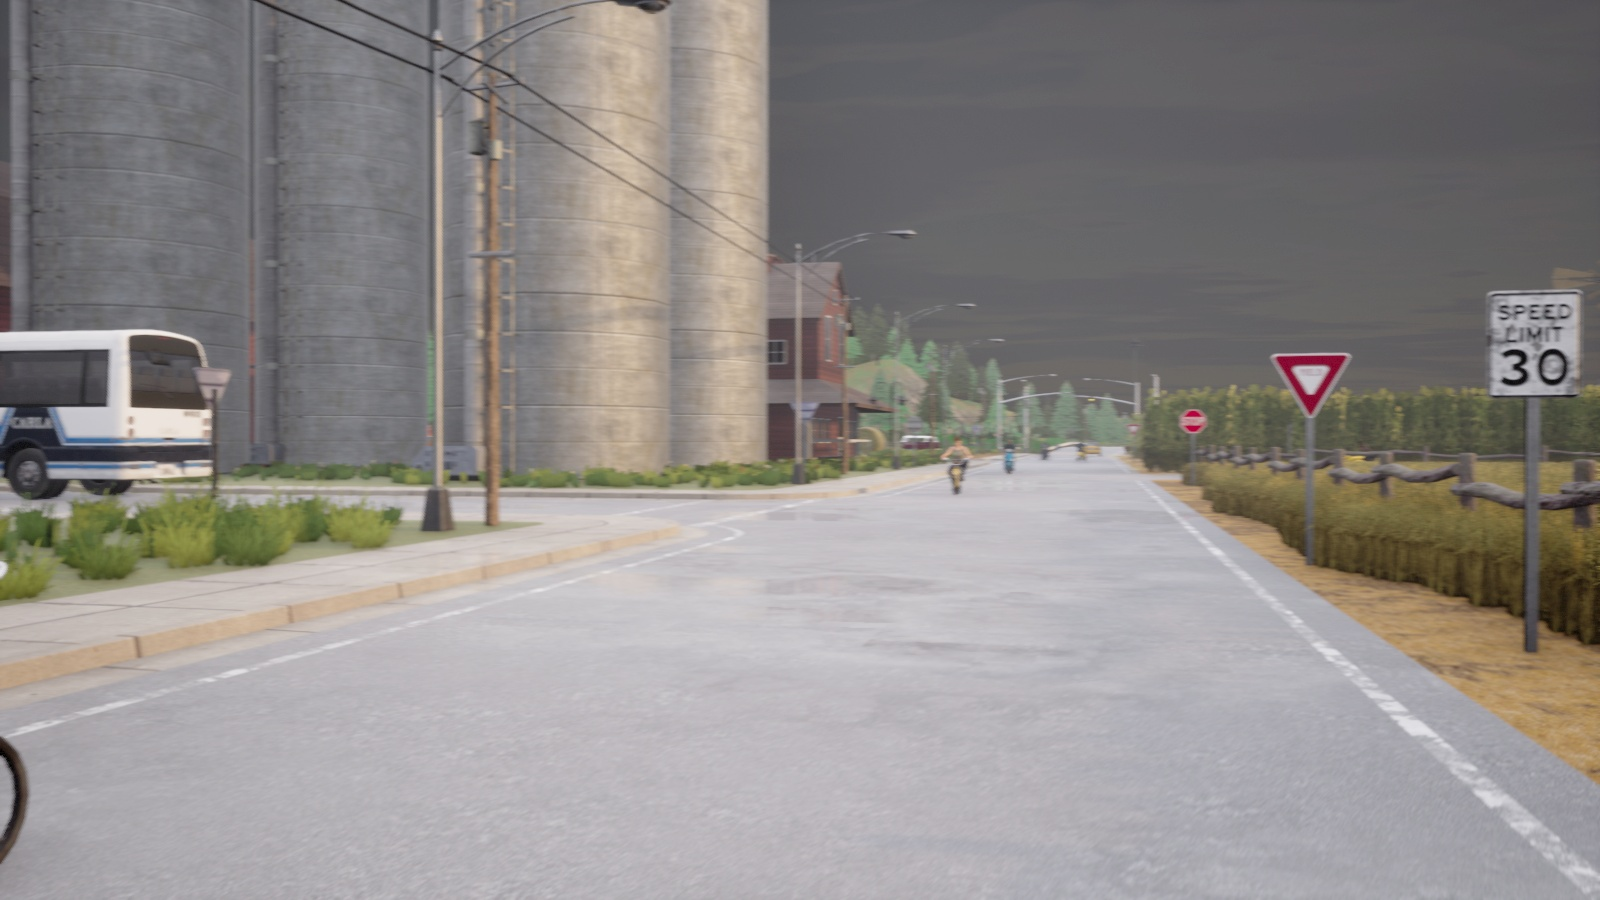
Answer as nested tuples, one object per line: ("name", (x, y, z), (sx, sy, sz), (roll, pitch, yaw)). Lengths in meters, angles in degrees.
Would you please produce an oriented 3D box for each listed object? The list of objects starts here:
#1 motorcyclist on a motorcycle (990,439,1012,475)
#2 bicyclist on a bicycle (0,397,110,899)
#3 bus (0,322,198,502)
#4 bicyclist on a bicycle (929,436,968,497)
("motorcyclist on a motorcycle", (8.955, 0.312, 55.921), (0.866, 1.590, 1.817), (0, 0, 13))
("bicyclist on a bicycle", (-2.889, 0.648, 3.551), (0.866, 1.612, 1.509), (0, 0, 12))
("bus", (-21.490, -0.937, 32.606), (10.273, 4.253, 3.944), (0, 0, 12))
("bicyclist on a bicycle", (4.056, 0.441, 34.242), (0.866, 1.612, 1.509), (0, 0, 13))
